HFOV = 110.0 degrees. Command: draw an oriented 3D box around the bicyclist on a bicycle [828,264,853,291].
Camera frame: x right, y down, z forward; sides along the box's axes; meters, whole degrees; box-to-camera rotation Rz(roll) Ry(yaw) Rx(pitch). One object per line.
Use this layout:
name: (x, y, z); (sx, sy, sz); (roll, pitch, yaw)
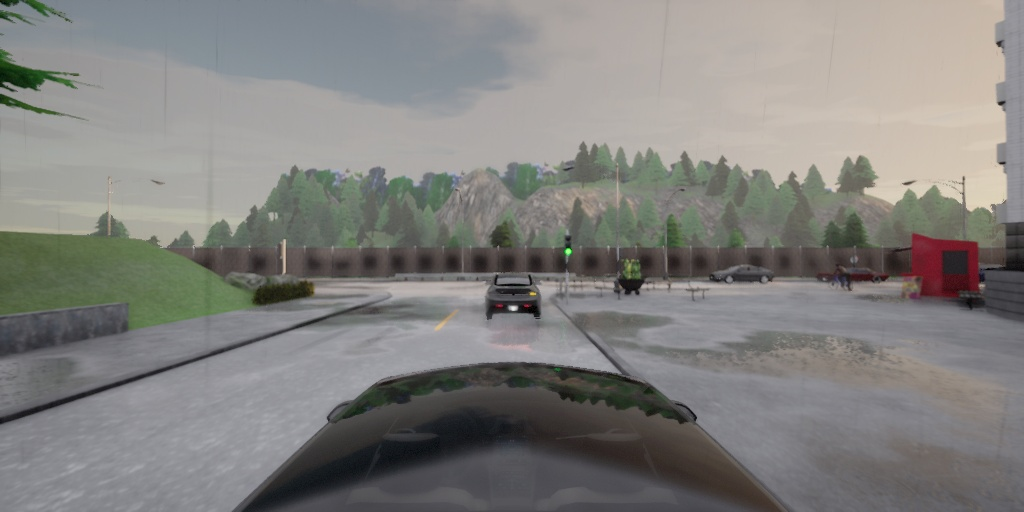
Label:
bicyclist on a bicycle: (19.913, 1.304, 21.743); (0.582, 1.620, 1.656); (0, -1, 0)

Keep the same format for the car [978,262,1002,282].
car: (38.743, 1.392, 30.198); (4.553, 1.767, 2.097); (0, -1, 0)

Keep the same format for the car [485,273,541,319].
car: (0.046, 1.377, 13.473); (1.837, 1.490, 4.892); (0, -1, 0)

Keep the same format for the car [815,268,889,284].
car: (28.453, 1.642, 30.170); (4.718, 1.301, 1.895); (0, -1, 0)

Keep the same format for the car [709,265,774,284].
car: (19.197, 1.547, 30.136); (4.892, 1.490, 1.837); (0, -1, 0)
